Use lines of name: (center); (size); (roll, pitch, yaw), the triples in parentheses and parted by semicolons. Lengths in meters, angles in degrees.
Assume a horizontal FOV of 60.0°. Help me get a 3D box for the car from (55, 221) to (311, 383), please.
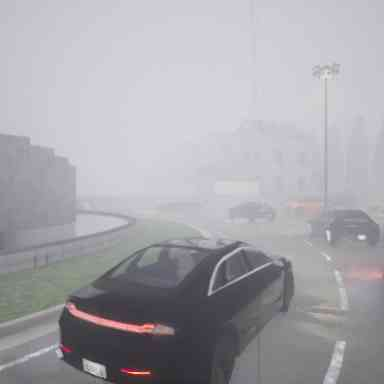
car: (0.267, 1.484, 5.317); (2.128, 1.511, 4.902); (0, 0, 30)

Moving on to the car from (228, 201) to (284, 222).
car: (4.472, 1.447, 25.482); (2.128, 1.511, 4.902); (0, 0, -22)

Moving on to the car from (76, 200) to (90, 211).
car: (-13.045, 1.482, 34.993); (4.674, 1.442, 1.812); (0, 0, 16)

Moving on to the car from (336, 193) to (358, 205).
car: (15.733, 1.150, 36.957); (5.566, 2.045, 2.150); (0, 0, -20)

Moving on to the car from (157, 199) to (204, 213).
car: (-1.186, 1.439, 34.837); (4.902, 1.511, 2.128); (0, 0, 9)

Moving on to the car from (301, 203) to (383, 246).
car: (6.681, 1.475, 15.154); (1.837, 1.490, 4.892); (0, 0, 4)

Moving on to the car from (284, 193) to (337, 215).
car: (11.127, 1.291, 32.115); (4.553, 1.767, 2.097); (0, 0, -14)

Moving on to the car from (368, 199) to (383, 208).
car: (20.850, 1.403, 35.149); (5.008, 1.535, 1.882); (0, 0, -24)
